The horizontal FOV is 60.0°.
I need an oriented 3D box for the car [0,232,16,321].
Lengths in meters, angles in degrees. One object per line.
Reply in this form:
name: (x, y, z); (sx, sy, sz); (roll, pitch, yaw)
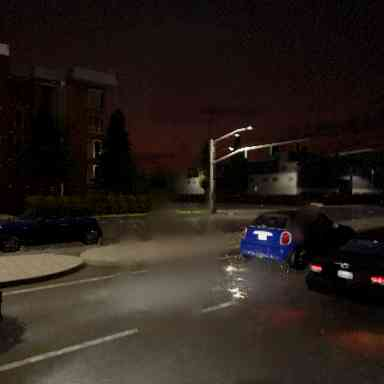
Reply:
car: (-5.188, 1.486, 4.167); (4.902, 1.511, 2.128); (0, 0, -38)

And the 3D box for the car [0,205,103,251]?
car: (-6.170, 1.373, 13.859); (4.553, 1.767, 2.097); (0, 0, -38)

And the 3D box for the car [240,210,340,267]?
car: (3.795, 1.401, 11.384); (4.553, 1.767, 2.097); (0, 0, -38)

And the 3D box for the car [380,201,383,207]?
car: (33.406, 1.652, 55.558); (4.553, 1.767, 2.097); (0, 0, -38)

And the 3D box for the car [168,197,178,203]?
car: (-5.295, 1.827, 78.169); (1.895, 1.301, 4.718); (0, 0, -38)

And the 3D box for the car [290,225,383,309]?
car: (4.810, 1.590, 7.713); (5.357, 1.411, 2.033); (0, 0, -38)
